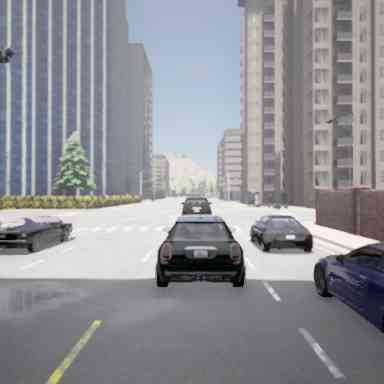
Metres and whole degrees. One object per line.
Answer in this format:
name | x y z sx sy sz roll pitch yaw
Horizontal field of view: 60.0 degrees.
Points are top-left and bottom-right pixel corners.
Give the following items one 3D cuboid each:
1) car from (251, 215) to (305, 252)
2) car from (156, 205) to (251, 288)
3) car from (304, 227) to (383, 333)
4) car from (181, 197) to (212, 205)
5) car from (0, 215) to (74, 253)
car | 3.752 1.682 14.557 1.994 1.385 4.181 0 0 1
car | 0.217 1.429 9.627 2.097 1.767 4.553 0 0 1
car | 3.686 1.575 5.759 1.812 1.442 4.674 0 -1 1
car | 0.348 1.394 25.692 2.150 2.045 5.566 0 0 0
car | -6.868 1.710 14.376 1.895 1.301 4.718 0 0 1
